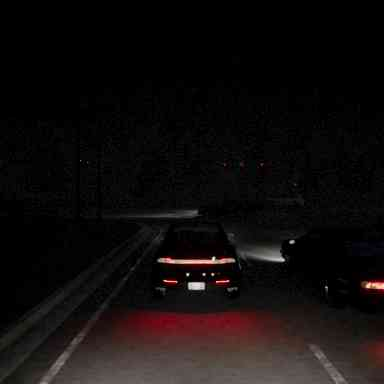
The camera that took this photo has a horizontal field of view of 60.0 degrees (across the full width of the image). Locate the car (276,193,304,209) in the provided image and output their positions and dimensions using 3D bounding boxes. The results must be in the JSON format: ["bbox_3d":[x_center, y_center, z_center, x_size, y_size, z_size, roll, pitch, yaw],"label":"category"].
[{"bbox_3d":[11.946,1.221,44.266,5.566,2.045,2.150,0,0,1],"label":"car"}]

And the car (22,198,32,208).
[{"bbox_3d":[-24.102,1.477,44.596,5.008,1.535,1.882,0,0,1],"label":"car"}]

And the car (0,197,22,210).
[{"bbox_3d":[-24.254,1.477,41.099,5.008,1.535,1.882,0,0,1],"label":"car"}]

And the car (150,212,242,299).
[{"bbox_3d":[0.099,1.492,8.457,2.128,1.511,4.902,0,0,0],"label":"car"}]

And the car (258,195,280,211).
[{"bbox_3d":[7.768,1.491,40.804,4.902,1.511,2.128,0,0,1],"label":"car"}]

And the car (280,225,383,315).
[{"bbox_3d":[3.597,1.547,7.831,2.033,1.411,5.357,0,0,0],"label":"car"}]

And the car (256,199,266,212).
[{"bbox_3d":[4.688,1.601,33.833,4.718,1.301,1.895,0,0,1],"label":"car"}]

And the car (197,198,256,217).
[{"bbox_3d":[2.950,1.491,30.346,4.902,1.511,2.128,0,0,1],"label":"car"}]
